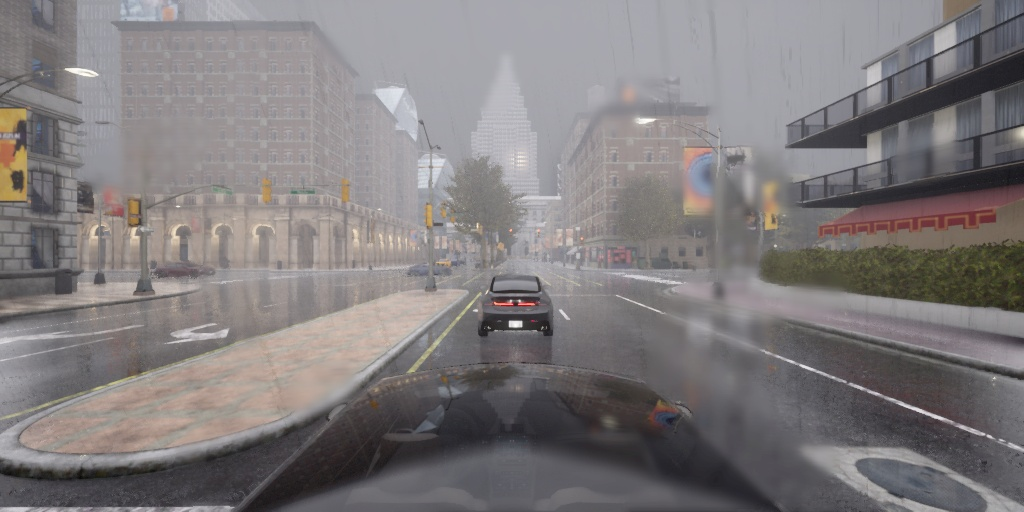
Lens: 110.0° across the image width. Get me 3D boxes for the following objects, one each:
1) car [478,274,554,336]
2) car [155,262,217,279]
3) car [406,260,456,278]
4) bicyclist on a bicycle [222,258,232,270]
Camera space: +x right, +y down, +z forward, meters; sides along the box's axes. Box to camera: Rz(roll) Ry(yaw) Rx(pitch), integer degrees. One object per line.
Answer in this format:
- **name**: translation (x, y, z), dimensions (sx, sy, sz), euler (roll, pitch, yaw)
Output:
- **car**: translation (0.101, 1.255, 10.331), dimensions (1.837, 1.490, 4.892), euler (0, 0, 0)
- **car**: translation (-29.395, 1.276, 32.319), dimensions (4.674, 1.442, 1.812), euler (0, 0, 0)
- **car**: translation (-7.790, 1.314, 33.913), dimensions (4.181, 1.385, 1.994), euler (0, 0, -18)
- **bicyclist on a bicycle**: translation (-37.170, 1.050, 46.770), dimensions (0.582, 1.620, 1.656), euler (0, 0, 0)
